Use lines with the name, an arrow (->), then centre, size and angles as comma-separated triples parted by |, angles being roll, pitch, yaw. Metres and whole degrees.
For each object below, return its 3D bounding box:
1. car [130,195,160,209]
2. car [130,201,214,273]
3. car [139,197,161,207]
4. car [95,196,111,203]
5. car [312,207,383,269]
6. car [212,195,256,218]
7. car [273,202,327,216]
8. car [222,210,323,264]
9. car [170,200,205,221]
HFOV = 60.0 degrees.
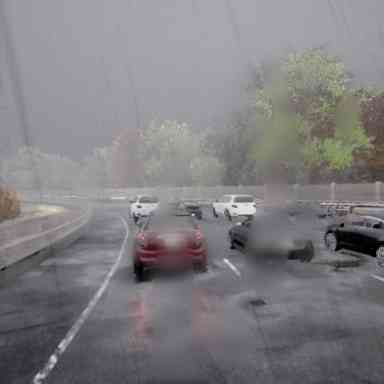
car -> -3.752, 1.254, 26.959 | 2.150, 2.045, 5.566 | 0, 0, -15
car -> -0.776, 1.363, 10.999 | 2.097, 1.767, 4.553 | 0, 0, -6
car -> -6.714, 1.529, 52.819 | 1.837, 1.490, 4.892 | 0, 0, -29
car -> -19.154, 1.647, 71.427 | 2.128, 1.511, 4.902 | 0, 0, -40
car -> 6.257, 1.476, 11.046 | 2.128, 1.511, 4.902 | 0, 0, -7
car -> 3.346, 1.229, 27.376 | 2.150, 2.045, 5.566 | 0, 0, -14
car -> 9.322, 1.506, 27.994 | 2.033, 1.411, 5.357 | 0, 0, -38
car -> 2.622, 1.563, 11.945 | 1.994, 1.385, 4.181 | 0, 0, -7
car -> -0.516, 1.527, 28.205 | 1.837, 1.490, 4.892 | 0, 0, -15
